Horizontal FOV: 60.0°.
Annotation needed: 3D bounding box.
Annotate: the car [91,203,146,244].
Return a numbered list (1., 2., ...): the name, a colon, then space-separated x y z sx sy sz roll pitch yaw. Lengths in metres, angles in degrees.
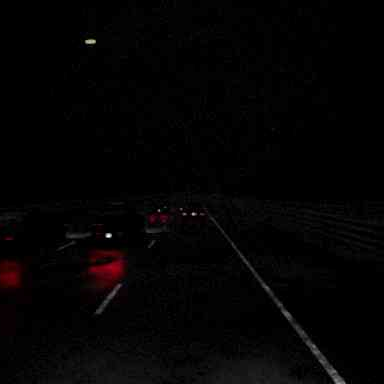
1. car: -3.400 1.509 15.989 1.837 1.490 4.892 1 0 0

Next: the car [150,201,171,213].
1. car: -3.412 1.626 36.811 1.895 1.301 4.718 0 0 0

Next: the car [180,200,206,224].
1. car: 0.095 1.563 25.211 2.033 1.411 5.357 0 0 0

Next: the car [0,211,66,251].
1. car: -6.902 1.515 13.900 1.812 1.442 4.674 0 1 0

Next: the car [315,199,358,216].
1. car: 14.685 1.483 34.167 2.097 1.767 4.553 0 0 -15

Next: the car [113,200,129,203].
1. car: -6.906 1.547 32.398 1.812 1.442 4.674 0 0 0
